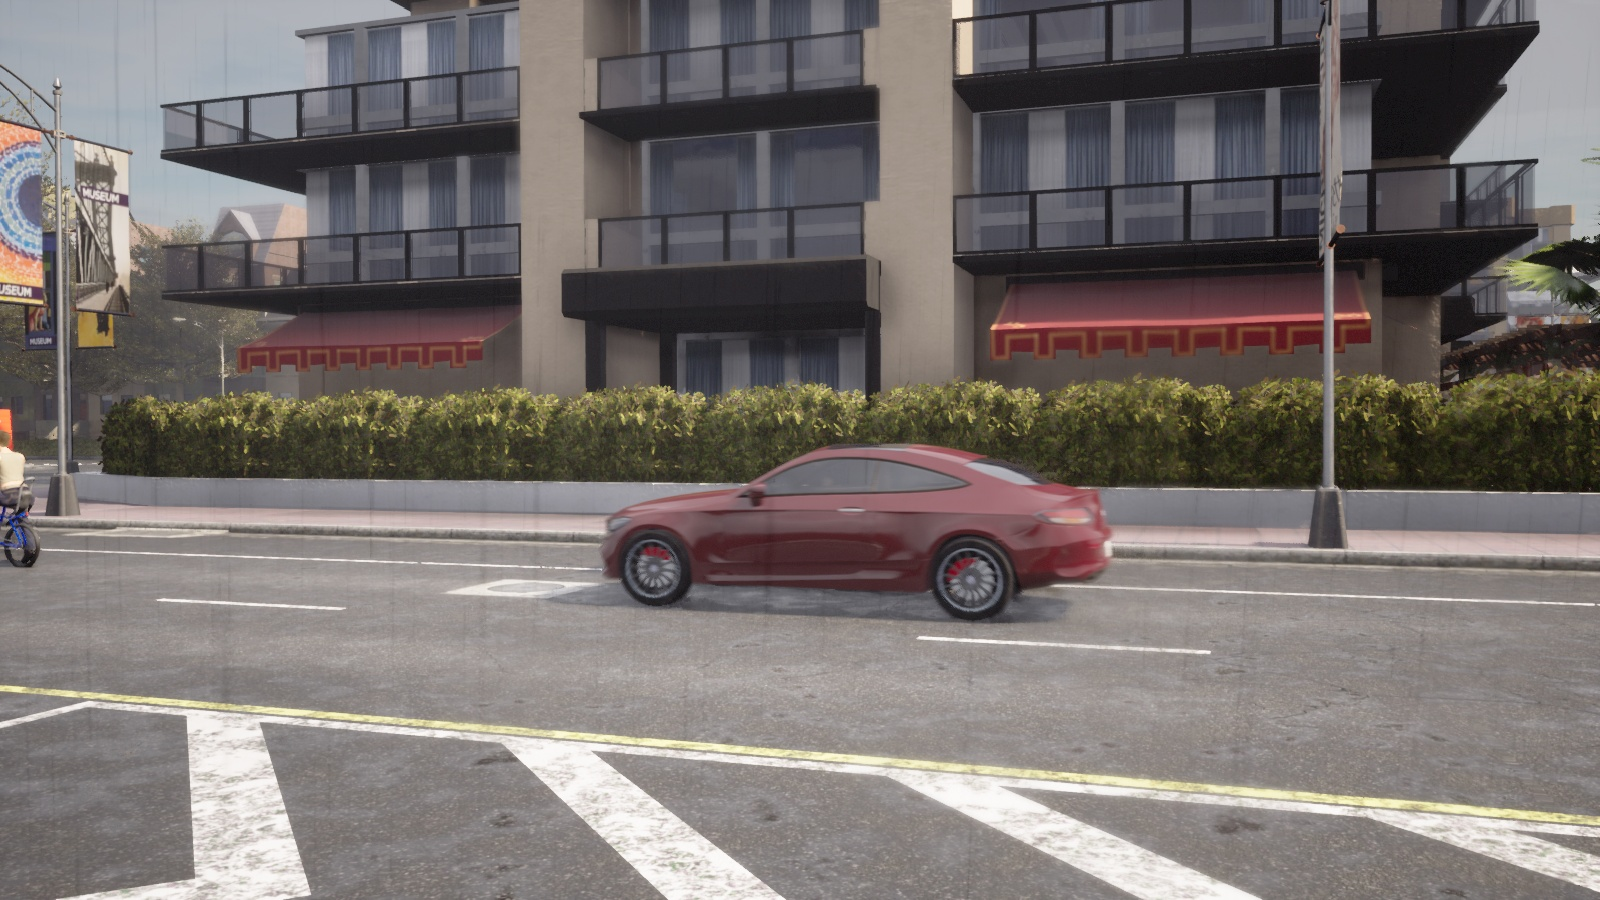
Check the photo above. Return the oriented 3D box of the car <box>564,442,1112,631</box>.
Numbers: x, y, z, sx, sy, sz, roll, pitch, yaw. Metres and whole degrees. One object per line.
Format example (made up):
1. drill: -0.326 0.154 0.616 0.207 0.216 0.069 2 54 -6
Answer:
1. car: 0.368 0.670 11.480 4.674 1.442 1.812 1 1 19

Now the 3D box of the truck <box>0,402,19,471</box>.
1. truck: -30.672 -0.478 43.900 2.627 2.467 5.204 1 1 18

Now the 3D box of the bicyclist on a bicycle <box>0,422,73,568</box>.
1. bicyclist on a bicycle: -9.556 0.488 14.824 1.509 1.612 0.866 3 2 19
